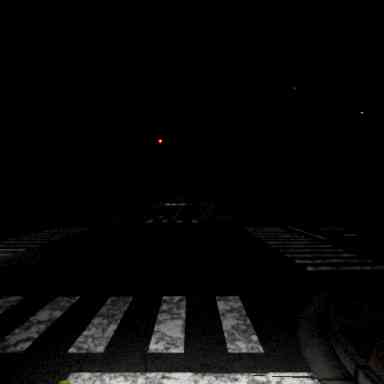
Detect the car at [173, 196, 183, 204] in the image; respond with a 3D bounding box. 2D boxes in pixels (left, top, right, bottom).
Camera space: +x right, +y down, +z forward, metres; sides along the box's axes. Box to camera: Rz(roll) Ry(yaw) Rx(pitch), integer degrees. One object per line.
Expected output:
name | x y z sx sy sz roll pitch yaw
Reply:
car | -2.886 1.561 69.444 2.097 1.767 4.553 0 0 0
